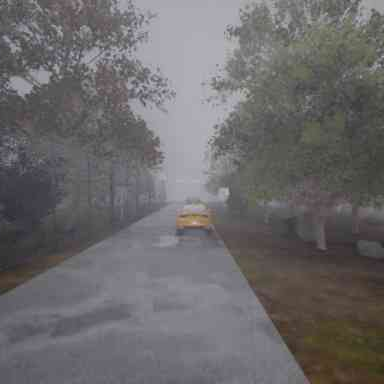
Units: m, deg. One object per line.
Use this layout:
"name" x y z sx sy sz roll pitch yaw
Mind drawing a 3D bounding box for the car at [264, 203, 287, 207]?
"car" 19.941 4.395 78.470 2.435 2.045 5.566 0 1 -18

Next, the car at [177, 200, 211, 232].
"car" 0.127 1.472 20.027 1.882 1.535 5.008 0 0 0

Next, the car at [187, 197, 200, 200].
"car" 0.159 1.341 40.503 2.097 1.767 4.553 0 0 0
